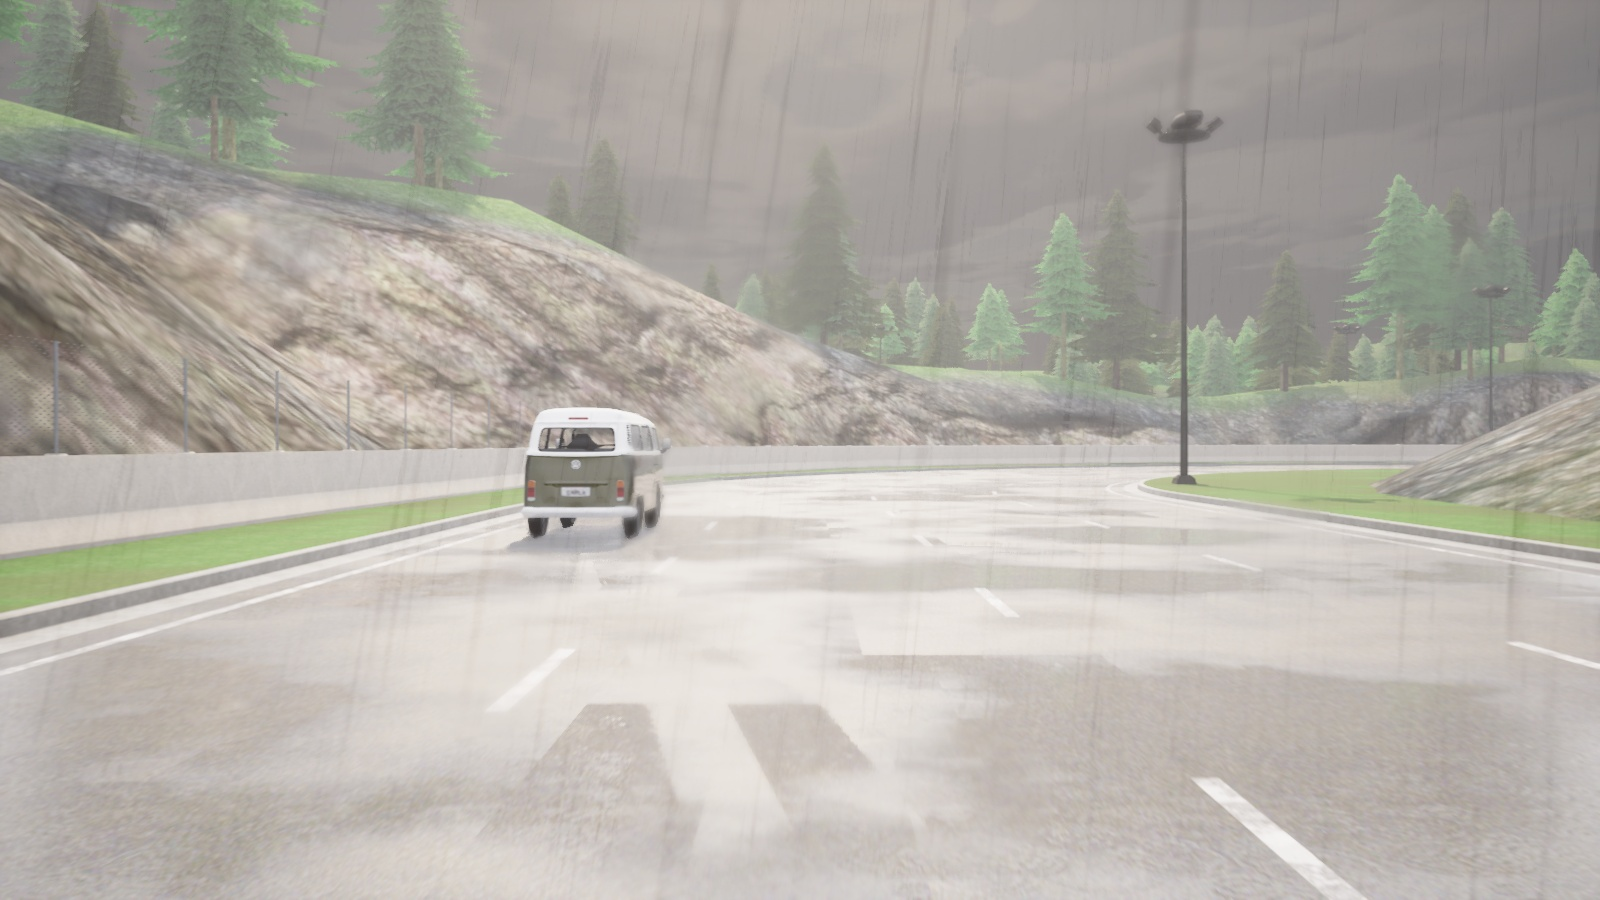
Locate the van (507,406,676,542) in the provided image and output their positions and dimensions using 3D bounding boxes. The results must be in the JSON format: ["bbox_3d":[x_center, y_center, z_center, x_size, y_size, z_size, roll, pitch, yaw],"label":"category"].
[{"bbox_3d":[-3.364,0.348,21.154,2.069,2.038,4.480,0,0,0],"label":"van"}]
